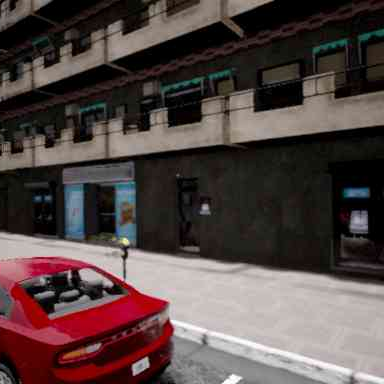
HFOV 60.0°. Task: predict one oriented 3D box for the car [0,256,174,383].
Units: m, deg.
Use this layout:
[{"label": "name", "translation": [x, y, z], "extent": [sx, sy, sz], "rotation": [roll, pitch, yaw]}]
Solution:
[{"label": "car", "translation": [-2.317, 1.570, 4.541], "extent": [4.507, 1.381, 1.887], "rotation": [0, -1, 36]}]
